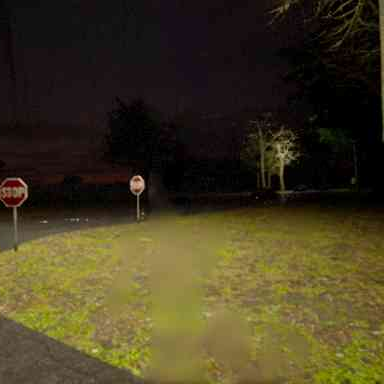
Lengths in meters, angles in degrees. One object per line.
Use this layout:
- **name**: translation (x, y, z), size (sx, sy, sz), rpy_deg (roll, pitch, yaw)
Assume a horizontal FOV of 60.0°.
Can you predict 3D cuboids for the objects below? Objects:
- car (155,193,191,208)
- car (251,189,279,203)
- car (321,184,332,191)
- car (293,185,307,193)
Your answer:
- **car**: translation (-2.047, 0.885, 36.419), size (2.128, 1.511, 4.902), rpy_deg (-2, 0, 34)
- **car**: translation (8.835, 0.404, 39.945), size (1.882, 1.535, 5.008), rpy_deg (-2, 0, 34)
- **car**: translation (32.237, -1.082, 80.031), size (1.812, 1.442, 4.674), rpy_deg (-2, 1, 32)
- **car**: translation (24.325, -0.823, 75.043), size (2.097, 1.767, 4.553), rpy_deg (-2, 1, 34)
